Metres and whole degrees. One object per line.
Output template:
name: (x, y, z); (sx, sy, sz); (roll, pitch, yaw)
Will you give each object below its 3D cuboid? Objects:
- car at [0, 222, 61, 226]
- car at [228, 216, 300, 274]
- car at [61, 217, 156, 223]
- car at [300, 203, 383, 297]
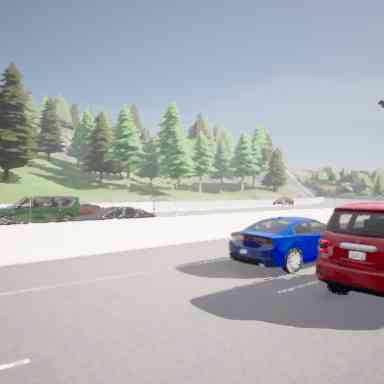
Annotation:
car: (-9.042, 1.250, 19.133); (5.566, 2.045, 2.150); (1, 0, -36)
car: (3.380, 1.536, 10.861); (5.008, 1.535, 1.882); (0, 0, -38)
car: (-4.282, 1.555, 18.393); (4.892, 1.490, 1.837); (1, 0, -38)
car: (5.134, 1.276, 7.763); (5.566, 2.045, 2.150); (1, 0, -38)
